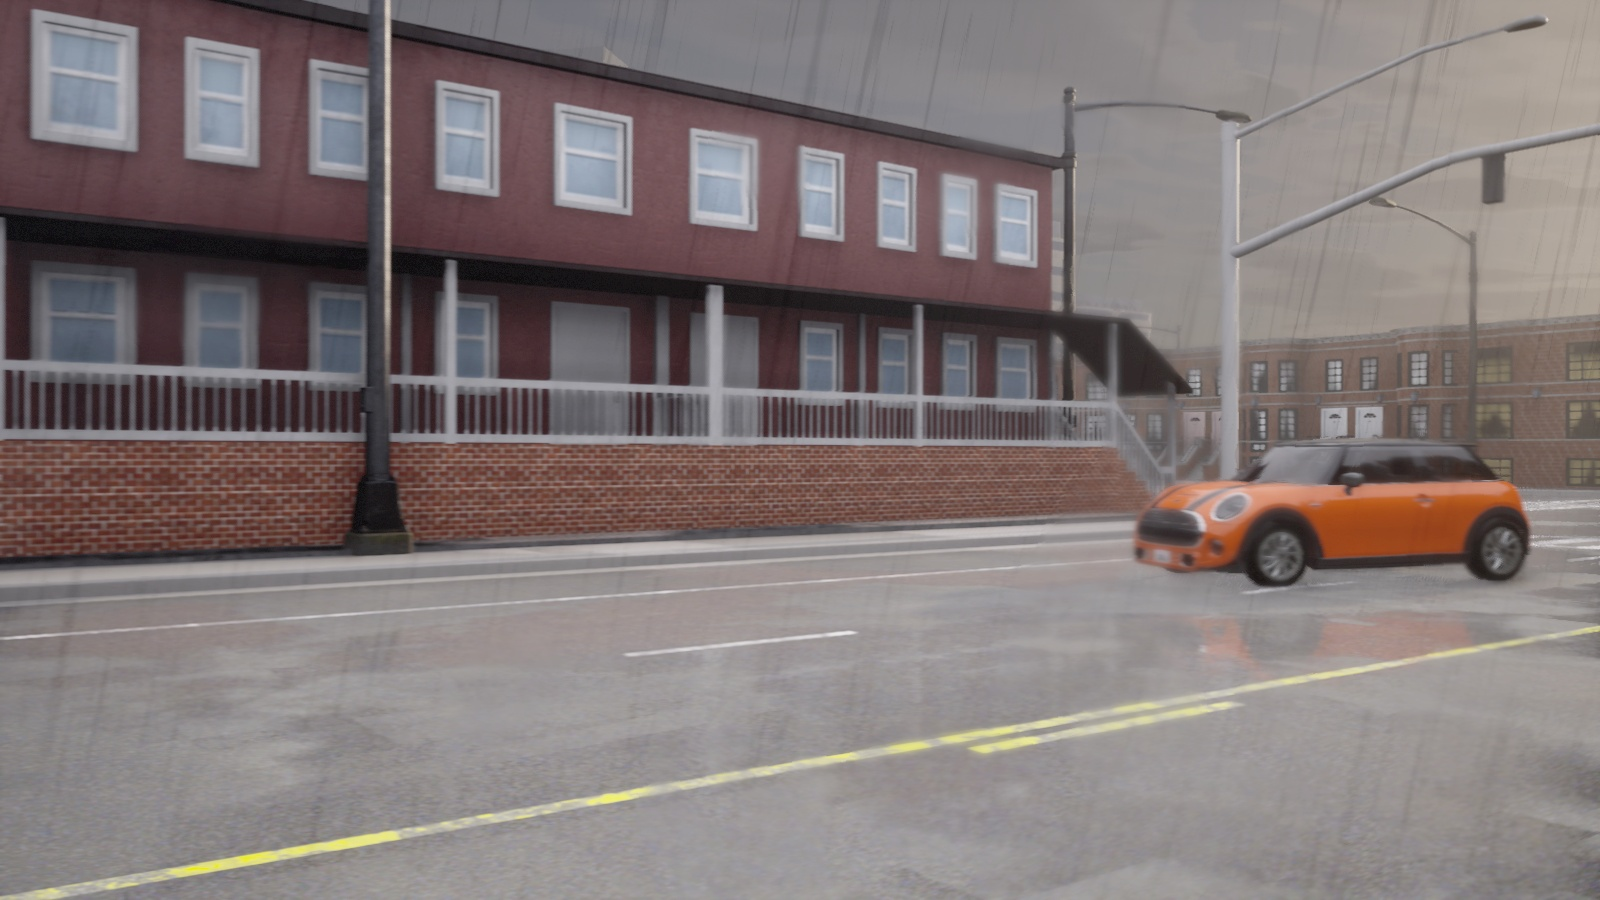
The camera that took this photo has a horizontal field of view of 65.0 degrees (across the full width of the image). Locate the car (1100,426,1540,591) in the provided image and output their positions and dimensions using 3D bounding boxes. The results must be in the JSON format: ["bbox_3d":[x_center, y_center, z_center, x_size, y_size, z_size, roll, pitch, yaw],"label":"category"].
[{"bbox_3d":[6.174,0.626,15.062,4.553,1.767,2.097,0,0,-16],"label":"car"}]
